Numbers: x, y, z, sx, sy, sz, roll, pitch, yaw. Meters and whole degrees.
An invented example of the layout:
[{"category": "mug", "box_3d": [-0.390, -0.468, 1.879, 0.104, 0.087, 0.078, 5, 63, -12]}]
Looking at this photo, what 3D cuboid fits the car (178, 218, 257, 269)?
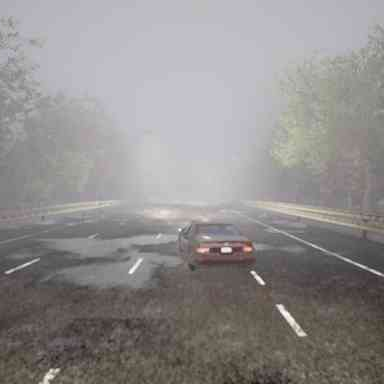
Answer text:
[{"category": "car", "box_3d": [0.614, 1.608, 11.343, 2.033, 1.411, 5.357, 0, 0, -7]}]
